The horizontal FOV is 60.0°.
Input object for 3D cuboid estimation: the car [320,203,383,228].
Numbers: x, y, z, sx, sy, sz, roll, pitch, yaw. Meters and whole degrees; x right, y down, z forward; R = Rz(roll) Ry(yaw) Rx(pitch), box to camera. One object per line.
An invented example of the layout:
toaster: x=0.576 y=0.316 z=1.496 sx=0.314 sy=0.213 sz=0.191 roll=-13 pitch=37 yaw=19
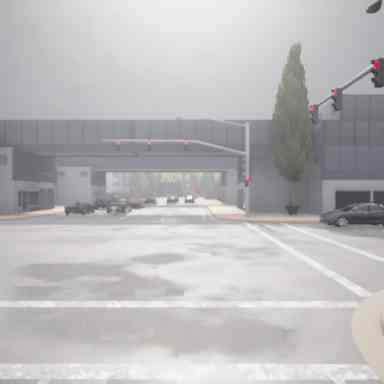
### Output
car: x=10.844 y=1.511 z=21.493 sx=4.892 sy=1.490 sz=1.837 roll=-1 pitch=0 yaw=1

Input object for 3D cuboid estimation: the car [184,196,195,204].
car: x=-0.480 y=1.590 z=66.326 sx=1.994 sy=1.385 sz=4.181 roll=0 pitch=0 yaw=0

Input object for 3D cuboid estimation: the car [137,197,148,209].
car: x=-7.700 y=1.495 z=45.313 sx=1.882 sy=1.535 sz=5.008 roll=0 pitch=0 yaw=0

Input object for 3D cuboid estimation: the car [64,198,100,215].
car: x=-11.277 y=1.614 z=33.780 sx=1.895 sy=1.301 sz=4.718 roll=0 pitch=0 yaw=0

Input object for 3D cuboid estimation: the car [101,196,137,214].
car: x=-7.751 y=1.506 z=35.741 sx=2.128 sy=1.511 sz=4.902 roll=0 pitch=0 yaw=2

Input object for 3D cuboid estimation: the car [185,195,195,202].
car: x=-0.428 y=1.492 z=74.612 sx=1.994 sy=1.385 sz=4.181 roll=0 pitch=0 yaw=0

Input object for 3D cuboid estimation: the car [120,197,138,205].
car: x=-11.095 y=1.570 z=58.865 sx=2.033 sy=1.411 sz=5.357 roll=0 pitch=0 yaw=1

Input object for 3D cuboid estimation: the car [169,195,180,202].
car: x=-3.928 y=1.474 z=74.706 sx=2.128 sy=1.511 sz=4.902 roll=0 pitch=0 yaw=0

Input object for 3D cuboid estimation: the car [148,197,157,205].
car: x=-7.573 y=1.625 z=60.629 sx=1.895 sy=1.301 sz=4.718 roll=0 pitch=0 yaw=1

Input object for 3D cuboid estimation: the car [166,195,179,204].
car: x=-3.988 y=1.573 z=65.019 sx=2.033 sy=1.411 sz=5.357 roll=0 pitch=0 yaw=0

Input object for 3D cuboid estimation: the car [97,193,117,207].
car: x=-11.201 y=1.234 z=44.058 sx=2.150 sy=2.045 sz=5.566 roll=0 pitch=1 yaw=0
